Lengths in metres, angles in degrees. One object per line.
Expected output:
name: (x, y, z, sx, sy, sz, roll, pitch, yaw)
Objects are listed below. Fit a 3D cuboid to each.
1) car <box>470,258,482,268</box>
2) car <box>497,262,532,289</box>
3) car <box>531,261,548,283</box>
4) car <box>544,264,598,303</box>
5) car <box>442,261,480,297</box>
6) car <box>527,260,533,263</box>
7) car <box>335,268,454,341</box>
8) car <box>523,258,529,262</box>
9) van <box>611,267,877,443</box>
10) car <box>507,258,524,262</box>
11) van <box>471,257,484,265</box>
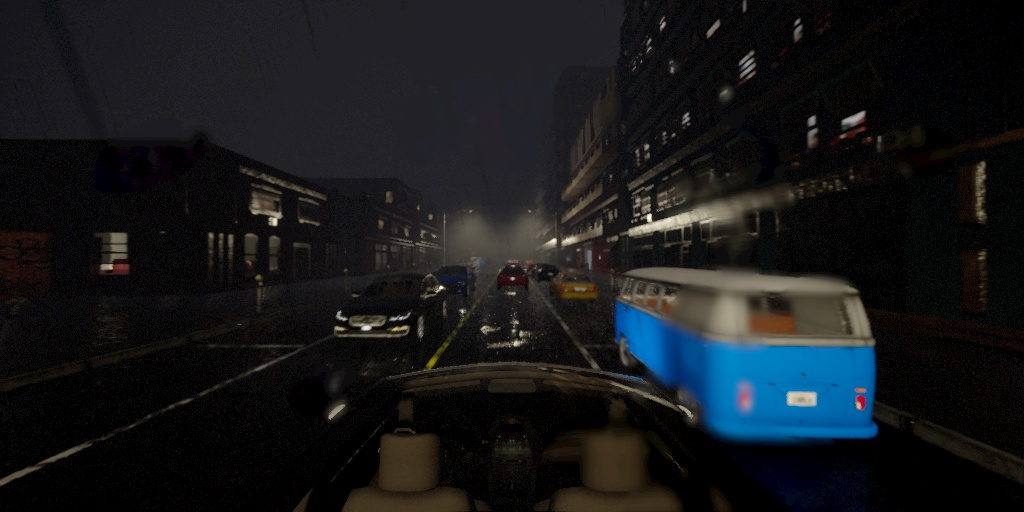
car: (-5.687, 1.305, 49.795, 1.948, 1.339, 4.313, 0, 0, 0)
car: (0.054, 1.317, 23.405, 1.994, 1.385, 4.181, 0, 0, 0)
car: (2.693, 1.317, 27.513, 1.948, 1.339, 4.313, 0, 0, 0)
car: (2.692, 1.278, 16.521, 1.751, 1.417, 4.829, 0, 0, 0)
car: (-3.031, 1.230, 19.017, 1.882, 1.535, 5.008, 0, 0, 0)
car: (2.693, 1.314, 33.094, 1.948, 1.339, 4.313, 0, 0, 0)
car: (-3.033, 1.257, 9.944, 1.837, 1.490, 4.892, 0, 0, 0)
car: (2.694, 1.287, 44.256, 1.888, 1.381, 4.507, 0, 0, 0)
van: (2.692, 1.092, 5.190, 1.690, 1.789, 3.998, 0, 0, 0)
car: (0.097, 1.233, 45.582, 2.128, 1.511, 4.902, 0, 0, 0)
van: (-5.687, 1.075, 55.376, 1.690, 1.789, 3.998, 0, 0, 0)
